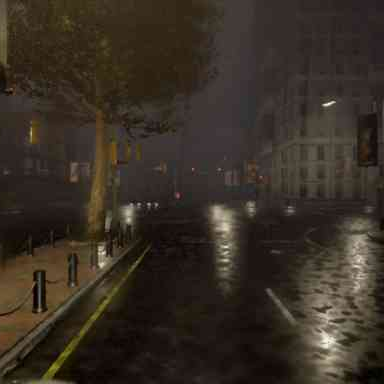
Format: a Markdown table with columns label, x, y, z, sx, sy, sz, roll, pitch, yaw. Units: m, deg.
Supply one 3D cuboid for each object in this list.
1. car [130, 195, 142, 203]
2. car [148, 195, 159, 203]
| label | x | y | z | sx | sy | sz | roll | pitch | yaw |
| --- | --- | --- | --- | --- | --- | --- | --- | --- | --- |
| car | -11.500 | 1.404 | 68.894 | 1.837 | 1.490 | 4.892 | 0 | 0 | 0 |
| car | -8.000 | 1.404 | 68.898 | 1.837 | 1.490 | 4.892 | 0 | 0 | 0 |
